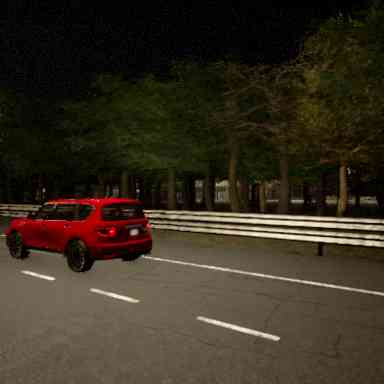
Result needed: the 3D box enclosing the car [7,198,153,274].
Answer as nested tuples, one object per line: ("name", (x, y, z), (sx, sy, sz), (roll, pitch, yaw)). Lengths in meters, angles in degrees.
("car", (-3.800, 1.224, 10.883), (5.566, 2.045, 2.150), (0, 0, 36))
